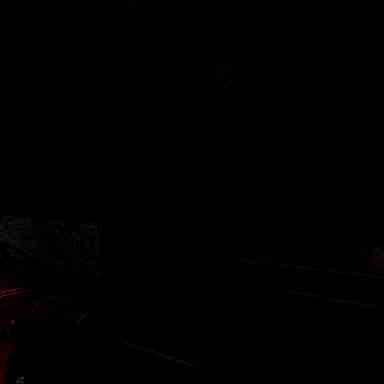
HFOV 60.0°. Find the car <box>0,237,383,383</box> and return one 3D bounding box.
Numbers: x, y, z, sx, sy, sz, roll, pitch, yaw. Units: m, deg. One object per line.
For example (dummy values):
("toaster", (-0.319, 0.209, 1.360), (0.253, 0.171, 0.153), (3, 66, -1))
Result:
("car", (0.487, 1.315, 2.613), (5.009, 1.841, 2.192), (0, 0, 36))
